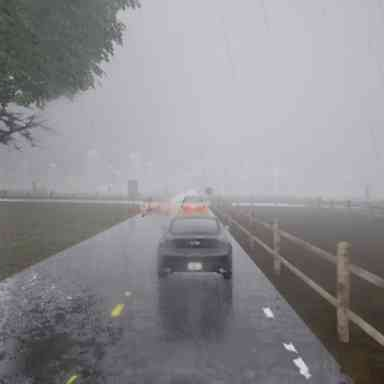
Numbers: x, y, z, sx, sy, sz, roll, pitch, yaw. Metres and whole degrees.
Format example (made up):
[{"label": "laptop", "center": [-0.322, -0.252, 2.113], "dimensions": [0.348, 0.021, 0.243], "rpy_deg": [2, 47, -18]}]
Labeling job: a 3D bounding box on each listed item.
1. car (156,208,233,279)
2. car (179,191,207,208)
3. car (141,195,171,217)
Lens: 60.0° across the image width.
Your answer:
[{"label": "car", "center": [0.081, 1.395, 9.695], "dimensions": [1.837, 1.490, 4.892], "rpy_deg": [0, 0, 0]}, {"label": "car", "center": [0.089, 1.061, 25.672], "dimensions": [2.097, 1.767, 4.553], "rpy_deg": [0, 1, 0]}, {"label": "car", "center": [-2.825, 1.044, 26.997], "dimensions": [2.097, 1.767, 4.553], "rpy_deg": [0, 1, 0]}]
